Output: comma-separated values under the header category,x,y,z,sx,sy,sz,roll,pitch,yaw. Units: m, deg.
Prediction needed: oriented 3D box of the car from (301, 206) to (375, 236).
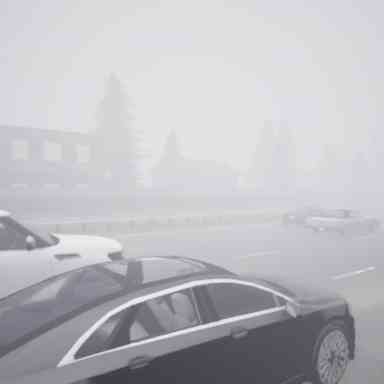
category,x,y,z,sx,sy,sz,roll,pitch,yaw
car,8.444,1.599,18.364,4.718,1.301,1.895,0,0,-35

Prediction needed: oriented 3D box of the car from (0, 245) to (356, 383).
category,x,y,z,sx,sy,sz,roll,pitch,yaw
car,-0.112,1.491,3.666,4.902,1.511,2.128,0,0,-35

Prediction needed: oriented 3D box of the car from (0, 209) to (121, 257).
category,x,y,z,sx,sy,sz,roll,pitch,yaw
car,-3.722,1.222,5.391,5.566,2.045,2.150,0,0,-35

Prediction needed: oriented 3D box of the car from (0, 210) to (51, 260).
category,x,y,z,sx,sy,sz,roll,pitch,yaw
car,-7.617,1.478,11.212,5.008,1.535,1.882,0,0,-35

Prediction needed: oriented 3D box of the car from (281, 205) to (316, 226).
category,x,y,z,sx,sy,sz,roll,pitch,yaw
car,7.940,1.562,22.302,4.181,1.385,1.994,0,0,-35

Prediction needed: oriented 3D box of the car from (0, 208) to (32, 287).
category,x,y,z,sx,sy,sz,roll,pitch,yaw
car,-6.414,1.353,7.770,4.553,1.767,2.097,0,0,-35

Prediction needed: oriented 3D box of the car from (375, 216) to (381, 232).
category,x,y,z,sx,sy,sz,roll,pitch,yaw
car,11.273,1.489,16.082,4.902,1.511,2.128,0,0,-35
